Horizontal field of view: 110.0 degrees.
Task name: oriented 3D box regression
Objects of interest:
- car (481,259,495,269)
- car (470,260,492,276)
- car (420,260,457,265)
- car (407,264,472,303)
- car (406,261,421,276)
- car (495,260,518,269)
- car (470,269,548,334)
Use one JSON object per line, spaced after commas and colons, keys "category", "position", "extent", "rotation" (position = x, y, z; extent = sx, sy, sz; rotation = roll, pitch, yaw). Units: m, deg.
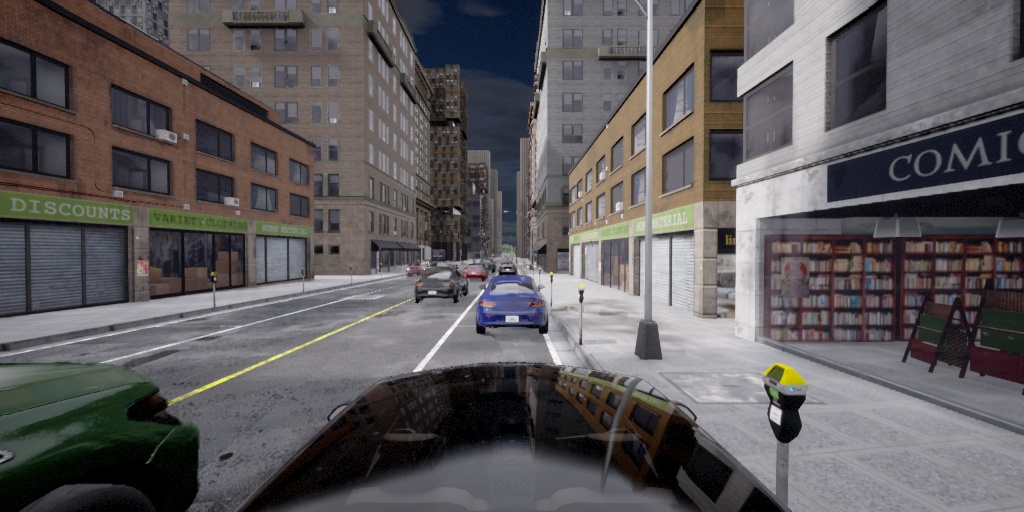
{"category": "car", "position": [-3.058, 1.104, 44.570], "extent": [2.097, 1.767, 4.553], "rotation": [0, 0, 0]}
{"category": "car", "position": [-3.056, 1.313, 30.439], "extent": [1.994, 1.385, 4.181], "rotation": [0, 0, 0]}
{"category": "car", "position": [-6.240, 1.226, 31.297], "extent": [1.882, 1.535, 5.008], "rotation": [0, 0, 0]}
{"category": "car", "position": [-3.142, 1.273, 16.445], "extent": [1.812, 1.442, 4.674], "rotation": [0, 0, 0]}
{"category": "car", "position": [-8.909, 1.189, 34.934], "extent": [1.967, 1.591, 4.097], "rotation": [0, 0, 0]}
{"category": "car", "position": [-0.383, 1.315, 34.934], "extent": [1.948, 1.339, 4.313], "rotation": [0, 0, 0]}
{"category": "car", "position": [0.003, 1.274, 10.501], "extent": [1.812, 1.442, 4.674], "rotation": [0, 0, 0]}
